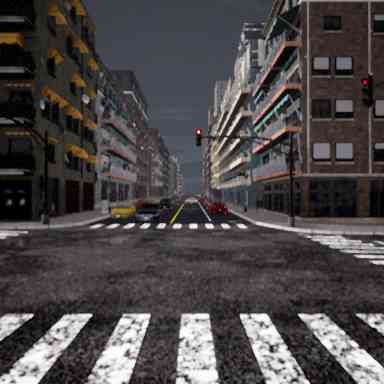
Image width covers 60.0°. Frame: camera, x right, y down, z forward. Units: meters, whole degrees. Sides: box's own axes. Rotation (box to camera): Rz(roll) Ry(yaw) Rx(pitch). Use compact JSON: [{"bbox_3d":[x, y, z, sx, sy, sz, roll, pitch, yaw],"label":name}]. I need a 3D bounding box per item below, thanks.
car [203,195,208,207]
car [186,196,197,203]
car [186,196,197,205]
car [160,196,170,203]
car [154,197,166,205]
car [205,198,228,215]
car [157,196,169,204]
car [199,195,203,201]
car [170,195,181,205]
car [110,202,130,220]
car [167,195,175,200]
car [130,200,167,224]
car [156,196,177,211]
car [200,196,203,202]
[{"bbox_3d":[2.640,1.476,39.368,1.967,1.590,4.097,1,0,0],"label":"car"},{"bbox_3d":[-0.105,1.524,70.107,2.128,1.511,4.902,0,0,0],"label":"car"},{"bbox_3d":[-0.090,1.658,60.131,1.895,1.301,4.718,0,0,0],"label":"car"},{"bbox_3d":[-5.792,1.616,72.510,1.887,1.381,4.507,1,0,0],"label":"car"},{"bbox_3d":[-5.775,1.584,61.293,1.752,1.417,4.829,1,0,0],"label":"car"},{"bbox_3d":[2.647,1.575,33.844,1.887,1.381,4.507,1,0,0],"label":"car"},{"bbox_3d":[-5.784,1.615,66.987,2.008,1.369,4.403,1,0,0],"label":"car"},{"bbox_3d":[2.877,1.434,82.157,2.097,1.767,4.553,0,0,0],"label":"car"},{"bbox_3d":[-3.121,1.410,61.637,2.097,1.767,4.553,0,0,0],"label":"car"},{"bbox_3d":[-5.725,1.550,28.152,1.752,1.417,4.829,1,0,0],"label":"car"},{"bbox_3d":[-5.825,1.649,94.603,2.008,1.369,4.403,1,0,0],"label":"car"},{"bbox_3d":[-3.138,1.548,25.097,1.812,1.442,4.674,0,0,0],"label":"car"},{"bbox_3d":[-3.156,1.543,40.913,1.837,1.490,4.892,0,0,0],"label":"car"},{"bbox_3d":[2.622,1.629,50.415,1.802,1.307,4.206,1,0,0],"label":"car"}]
